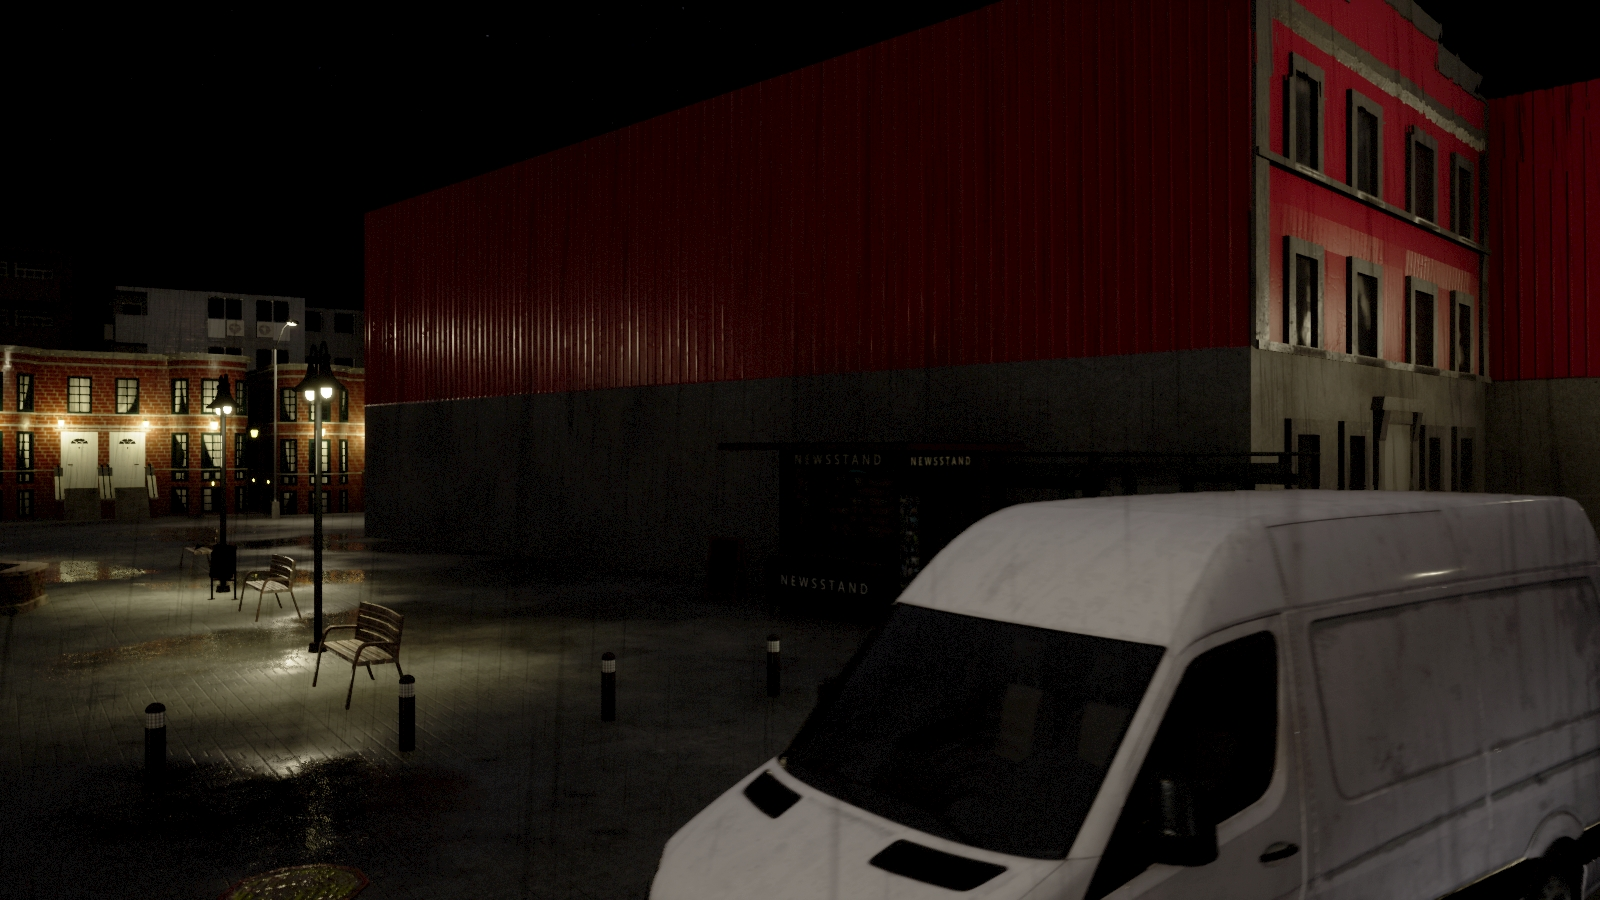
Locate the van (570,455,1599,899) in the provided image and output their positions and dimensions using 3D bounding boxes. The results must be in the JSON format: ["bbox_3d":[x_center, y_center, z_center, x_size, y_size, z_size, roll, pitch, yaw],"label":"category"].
[{"bbox_3d":[1.998,1.315,5.824,5.915,2.561,1.988,0,0,-35],"label":"van"}]
